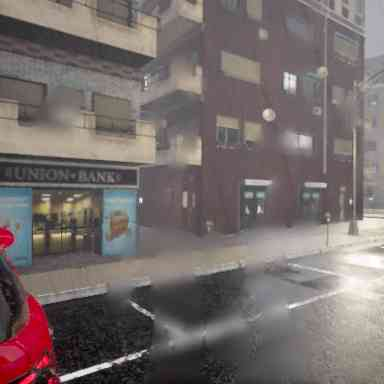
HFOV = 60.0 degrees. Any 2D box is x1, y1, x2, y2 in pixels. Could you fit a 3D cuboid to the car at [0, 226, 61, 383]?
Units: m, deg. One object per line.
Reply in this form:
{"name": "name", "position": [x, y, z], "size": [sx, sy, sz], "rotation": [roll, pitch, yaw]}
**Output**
{"name": "car", "position": [-3.335, 1.229, 0.997], "size": [5.566, 2.045, 2.150], "rotation": [0, 0, -35]}
